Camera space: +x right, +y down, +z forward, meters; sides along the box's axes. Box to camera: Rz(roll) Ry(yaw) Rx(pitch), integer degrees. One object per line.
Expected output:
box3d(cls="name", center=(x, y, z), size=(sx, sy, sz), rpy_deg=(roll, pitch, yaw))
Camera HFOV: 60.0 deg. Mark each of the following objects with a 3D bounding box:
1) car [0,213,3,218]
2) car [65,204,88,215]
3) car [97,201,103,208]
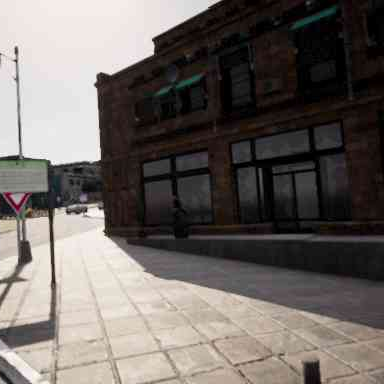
box3d(cls="car", center=(-28.320, 3.237, 45.120), size=(5.357, 1.411, 2.033), rpy_deg=(-4, -3, 18))
box3d(cls="car", center=(-18.283, 2.740, 52.841), size=(2.128, 1.511, 4.902), rpy_deg=(-4, 1, 8))
box3d(cls="car", center=(-16.076, 2.261, 62.872), size=(1.994, 1.385, 4.181), rpy_deg=(-5, 2, 20))
